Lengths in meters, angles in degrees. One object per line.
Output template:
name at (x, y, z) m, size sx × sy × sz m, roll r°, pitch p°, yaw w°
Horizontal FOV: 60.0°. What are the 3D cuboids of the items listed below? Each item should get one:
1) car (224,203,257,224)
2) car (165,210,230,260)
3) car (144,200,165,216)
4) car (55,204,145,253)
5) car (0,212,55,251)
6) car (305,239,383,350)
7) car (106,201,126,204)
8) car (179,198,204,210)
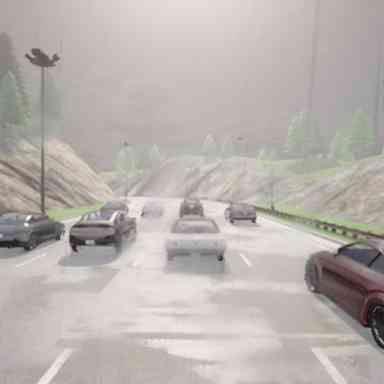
car at (3.502, 1.497, 24.582) m, size 2.033 × 1.411 × 5.357 m, roll 0°, pitch 0°, yaw -1°
car at (0.101, 1.575, 12.211) m, size 1.895 × 1.301 × 4.718 m, roll 0°, pitch 0°, yaw 0°
car at (-3.575, 1.458, 31.013) m, size 1.812 × 1.442 × 4.674 m, roll 0°, pitch 0°, yaw -1°
car at (-3.409, 1.461, 13.502) m, size 2.128 × 1.511 × 4.902 m, roll 0°, pitch 0°, yaw 0°
car at (-6.912, 1.531, 13.872) m, size 1.994 × 1.385 × 4.181 m, roll 0°, pitch 0°, yaw 0°
car at (3.614, 1.553, 6.094) m, size 1.994 × 1.385 × 4.181 m, roll 0°, pitch 0°, yaw 0°
car at (-7.058, 1.495, 30.596) m, size 1.994 × 1.385 × 4.181 m, roll 0°, pitch 0°, yaw -1°
car at (-0.048, 1.289, 29.675) m, size 2.097 × 1.767 × 4.553 m, roll 0°, pitch 0°, yaw -1°
